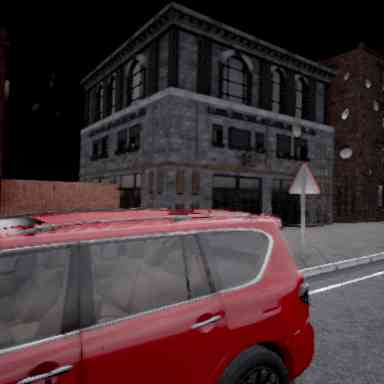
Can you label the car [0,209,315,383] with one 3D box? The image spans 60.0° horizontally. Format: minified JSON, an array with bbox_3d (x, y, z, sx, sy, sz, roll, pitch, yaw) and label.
[{"bbox_3d":[-1.322,1.211,2.741,5.566,2.045,2.150,0,0,-35],"label":"car"}]
